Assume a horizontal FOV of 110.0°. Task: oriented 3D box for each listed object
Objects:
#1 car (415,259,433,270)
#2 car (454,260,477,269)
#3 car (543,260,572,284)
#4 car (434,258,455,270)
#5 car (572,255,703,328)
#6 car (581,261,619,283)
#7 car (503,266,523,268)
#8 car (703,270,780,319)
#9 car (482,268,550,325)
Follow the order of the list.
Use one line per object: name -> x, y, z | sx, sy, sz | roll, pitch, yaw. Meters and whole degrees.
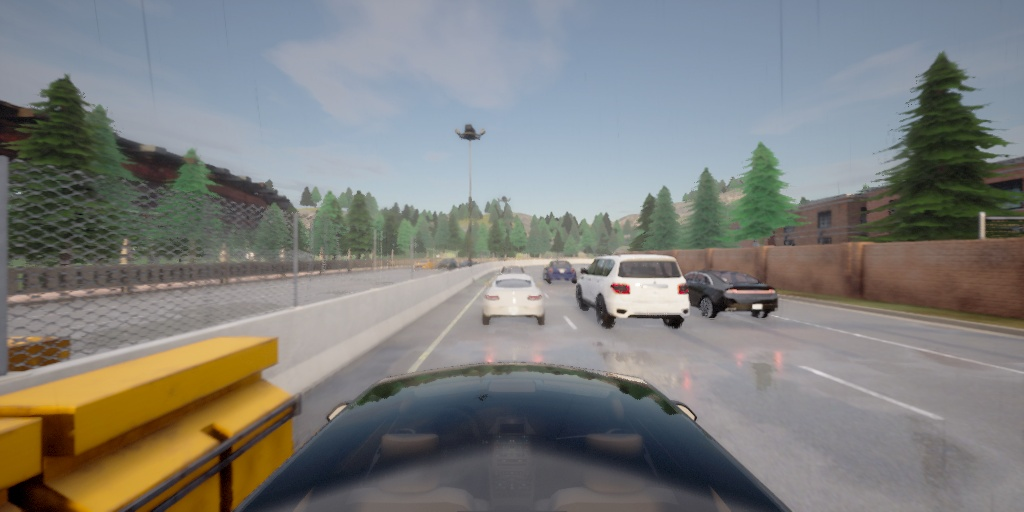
car -> -12.988, 1.254, 54.076 | 1.882, 1.535, 5.008 | 0, 0, 8
car -> -6.290, 1.323, 52.016 | 2.033, 1.411, 5.357 | 0, 0, 6
car -> 3.559, 1.114, 27.448 | 2.097, 1.767, 4.553 | 0, 0, 0
car -> -9.566, 1.129, 53.309 | 2.097, 1.767, 4.553 | 0, 0, 7
car -> 3.554, 0.978, 11.543 | 2.150, 2.045, 5.566 | 0, 0, 0
car -> 7.067, 1.242, 29.300 | 1.882, 1.535, 5.008 | 0, 0, 0
car -> 0.054, 1.364, 26.318 | 1.895, 1.301, 4.718 | 0, 0, 0
car -> 7.063, 1.248, 12.740 | 2.128, 1.511, 4.902 | 0, 0, 0
car -> 0.057, 1.282, 11.796 | 1.812, 1.442, 4.674 | 0, -1, 0
